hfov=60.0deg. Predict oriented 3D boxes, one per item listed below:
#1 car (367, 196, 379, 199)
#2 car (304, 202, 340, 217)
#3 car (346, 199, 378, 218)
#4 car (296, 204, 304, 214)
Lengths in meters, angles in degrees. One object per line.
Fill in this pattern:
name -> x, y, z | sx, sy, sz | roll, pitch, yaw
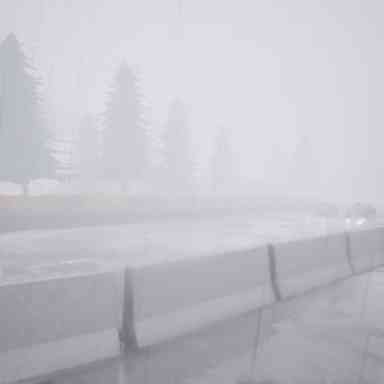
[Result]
car -> 37.638, 1.683, 69.268 | 1.837, 1.490, 4.892 | -1, -1, 26
car -> 14.088, 1.839, 35.230 | 1.837, 1.490, 4.892 | -1, -1, 43
car -> 16.961, 1.774, 33.192 | 2.128, 1.511, 4.902 | -1, -1, 43
car -> 14.541, 2.004, 40.951 | 1.895, 1.301, 4.718 | -1, -1, 41
